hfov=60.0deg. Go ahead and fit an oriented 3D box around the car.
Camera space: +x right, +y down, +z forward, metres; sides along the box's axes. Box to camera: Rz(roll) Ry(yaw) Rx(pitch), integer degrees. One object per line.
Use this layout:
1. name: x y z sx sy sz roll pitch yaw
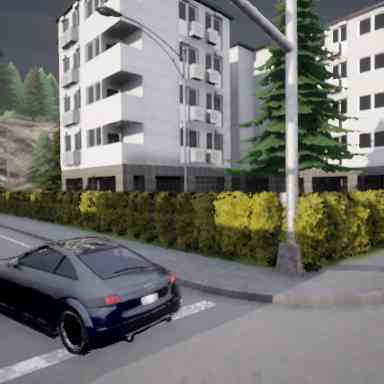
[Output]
1. car: -2.228 1.567 6.168 4.181 1.385 1.994 0 2 37
